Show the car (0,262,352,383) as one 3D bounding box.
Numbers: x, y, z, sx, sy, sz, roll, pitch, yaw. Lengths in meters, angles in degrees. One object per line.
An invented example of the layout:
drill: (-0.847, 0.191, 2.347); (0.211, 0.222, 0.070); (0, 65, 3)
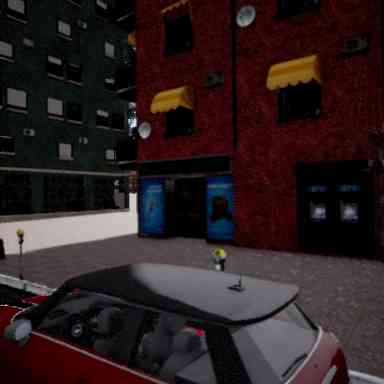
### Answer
car: (-0.682, 1.465, 3.361); (4.097, 1.590, 1.967); (-1, -1, 35)
